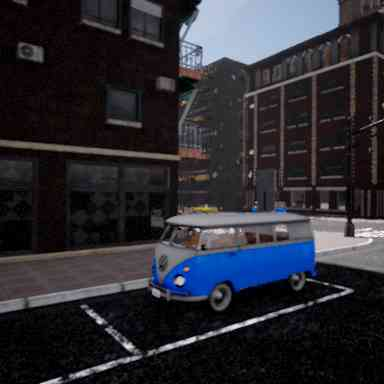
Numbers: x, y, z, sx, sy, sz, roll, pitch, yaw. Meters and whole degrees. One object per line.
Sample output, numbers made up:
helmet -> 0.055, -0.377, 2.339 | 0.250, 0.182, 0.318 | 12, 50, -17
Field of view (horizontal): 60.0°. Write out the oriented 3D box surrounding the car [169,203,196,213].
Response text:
car -> -1.443, 2.457, 50.505 | 1.947, 1.339, 4.313 | 0, -1, -36

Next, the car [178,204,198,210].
car -> -1.591, 2.052, 36.493 | 1.967, 1.590, 4.097 | 0, -1, -36

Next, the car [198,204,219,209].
car -> 1.756, 2.326, 46.067 | 1.752, 1.417, 4.829 | 0, -1, -36

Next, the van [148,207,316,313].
van -> 1.046, 1.378, 7.441 | 3.998, 1.788, 1.690 | 1, 0, -36

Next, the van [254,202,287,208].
van -> 8.589, 1.957, 36.877 | 1.690, 1.788, 3.998 | 0, -1, -36
